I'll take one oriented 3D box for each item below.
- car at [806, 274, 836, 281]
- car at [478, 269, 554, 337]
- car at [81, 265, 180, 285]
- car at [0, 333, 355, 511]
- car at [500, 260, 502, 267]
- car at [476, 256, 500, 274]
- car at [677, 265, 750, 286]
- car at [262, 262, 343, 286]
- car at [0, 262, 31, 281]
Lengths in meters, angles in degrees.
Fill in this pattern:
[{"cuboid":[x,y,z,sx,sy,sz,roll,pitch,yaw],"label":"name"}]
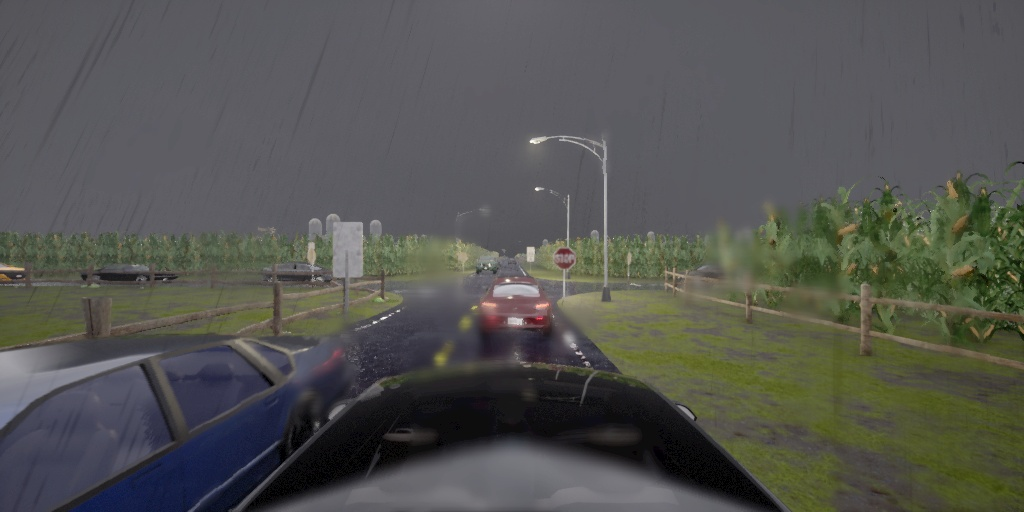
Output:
[{"cuboid":[24.482,1.157,25.791,5.566,2.045,2.150,0,-1,1],"label":"car"},{"cuboid":[0.101,1.276,10.154,1.812,1.442,4.674,0,0,0],"label":"car"},{"cuboid":[-24.706,1.202,23.345,4.718,1.301,1.895,0,-1,1],"label":"car"},{"cuboid":[-2.850,1.297,2.087,2.033,1.411,5.357,0,0,0],"label":"car"},{"cuboid":[-2.821,1.280,51.383,2.033,1.411,5.357,0,0,0],"label":"car"},{"cuboid":[-2.830,0.961,41.180,2.150,2.045,5.566,0,0,0],"label":"car"},{"cuboid":[14.462,1.371,25.892,4.892,1.490,1.837,0,-1,1],"label":"car"},{"cuboid":[-13.391,1.168,23.229,4.892,1.490,1.837,0,-1,1],"label":"car"},{"cuboid":[-34.711,1.027,23.457,5.008,1.535,1.882,0,-1,1],"label":"car"}]
